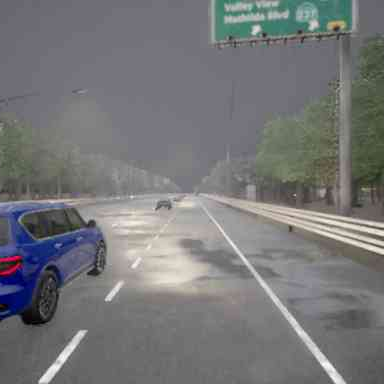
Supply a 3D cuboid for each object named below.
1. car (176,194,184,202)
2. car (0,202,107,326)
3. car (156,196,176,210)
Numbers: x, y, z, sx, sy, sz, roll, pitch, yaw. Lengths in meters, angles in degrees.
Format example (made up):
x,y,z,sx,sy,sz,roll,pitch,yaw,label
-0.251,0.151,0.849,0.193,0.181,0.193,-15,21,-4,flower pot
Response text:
x,y,z,sx,sy,sz,roll,pitch,yaw,label
-3.510,1.597,78.346,1.994,1.385,4.181,0,0,0,car
-3.506,1.222,7.205,2.150,2.045,5.566,0,0,0,car
-3.519,1.518,43.128,1.837,1.490,4.892,0,0,0,car
